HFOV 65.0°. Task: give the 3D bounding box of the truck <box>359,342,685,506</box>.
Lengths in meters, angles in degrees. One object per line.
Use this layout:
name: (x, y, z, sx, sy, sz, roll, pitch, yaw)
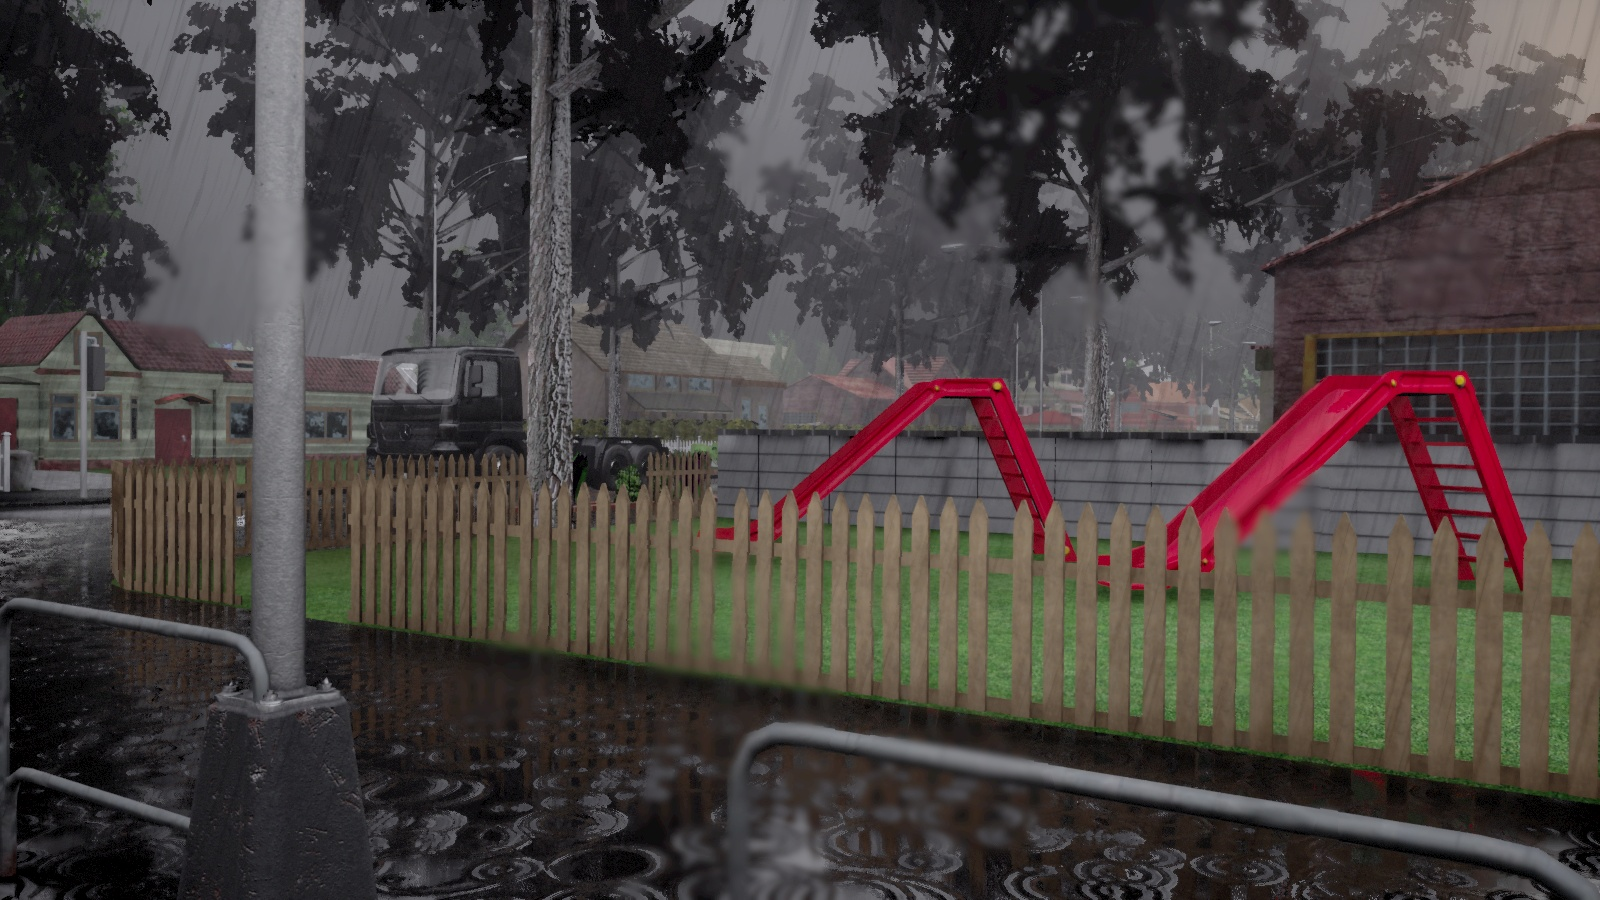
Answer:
truck: (-6.449, -0.610, 30.605, 2.891, 3.462, 7.936, 0, 1, 34)
